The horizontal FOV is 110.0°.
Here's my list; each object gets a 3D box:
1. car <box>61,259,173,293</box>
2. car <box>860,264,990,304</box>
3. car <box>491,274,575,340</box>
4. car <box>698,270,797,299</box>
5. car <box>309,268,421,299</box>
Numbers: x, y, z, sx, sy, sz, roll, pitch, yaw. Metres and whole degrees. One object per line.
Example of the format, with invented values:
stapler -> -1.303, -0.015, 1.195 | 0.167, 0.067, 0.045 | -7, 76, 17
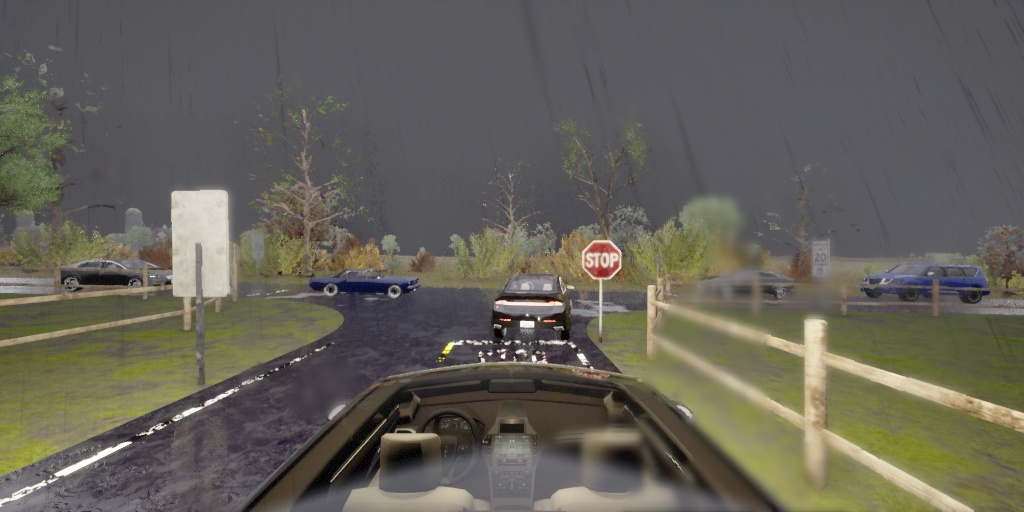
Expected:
car -> -18.490, 0.885, 17.075 | 4.902, 1.511, 2.128 | 1, 1, 0
car -> 22.899, 1.466, 19.977 | 5.566, 2.045, 2.150 | 1, 1, 0
car -> 0.706, 1.240, 10.029 | 2.128, 1.511, 4.902 | 0, 0, 9
car -> 13.003, 1.525, 19.988 | 4.902, 1.511, 2.128 | 1, 1, 0
car -> -6.823, 1.248, 17.059 | 4.718, 1.301, 1.895 | 1, 1, 0
